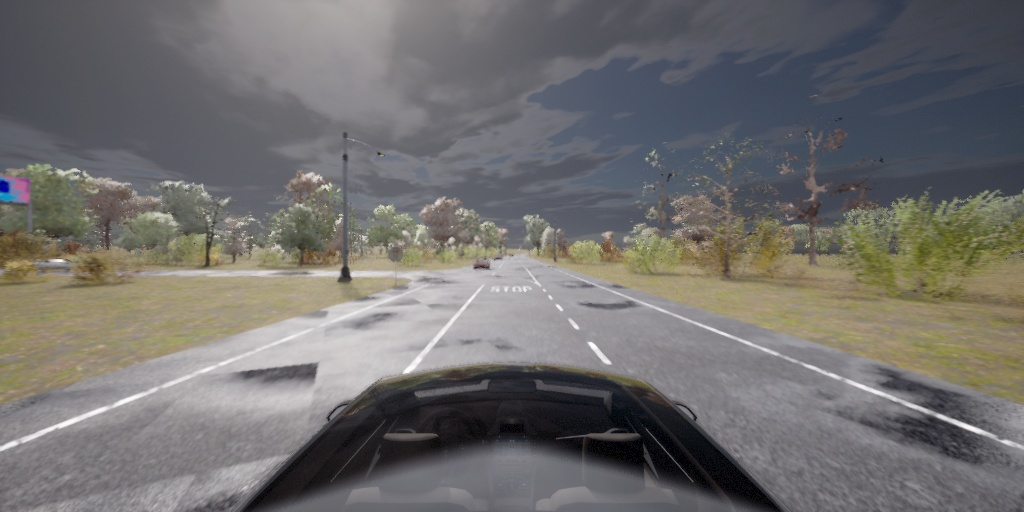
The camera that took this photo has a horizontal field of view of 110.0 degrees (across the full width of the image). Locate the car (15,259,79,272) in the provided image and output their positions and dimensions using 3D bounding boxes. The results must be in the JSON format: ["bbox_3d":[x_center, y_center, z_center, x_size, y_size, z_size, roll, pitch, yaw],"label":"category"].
[{"bbox_3d":[-49.075,0.987,37.833,4.718,1.301,1.895,0,0,2],"label":"car"}]

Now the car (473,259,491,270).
[{"bbox_3d":[-3.467,0.994,42.140,1.895,1.301,4.718,0,1,0],"label":"car"}]
